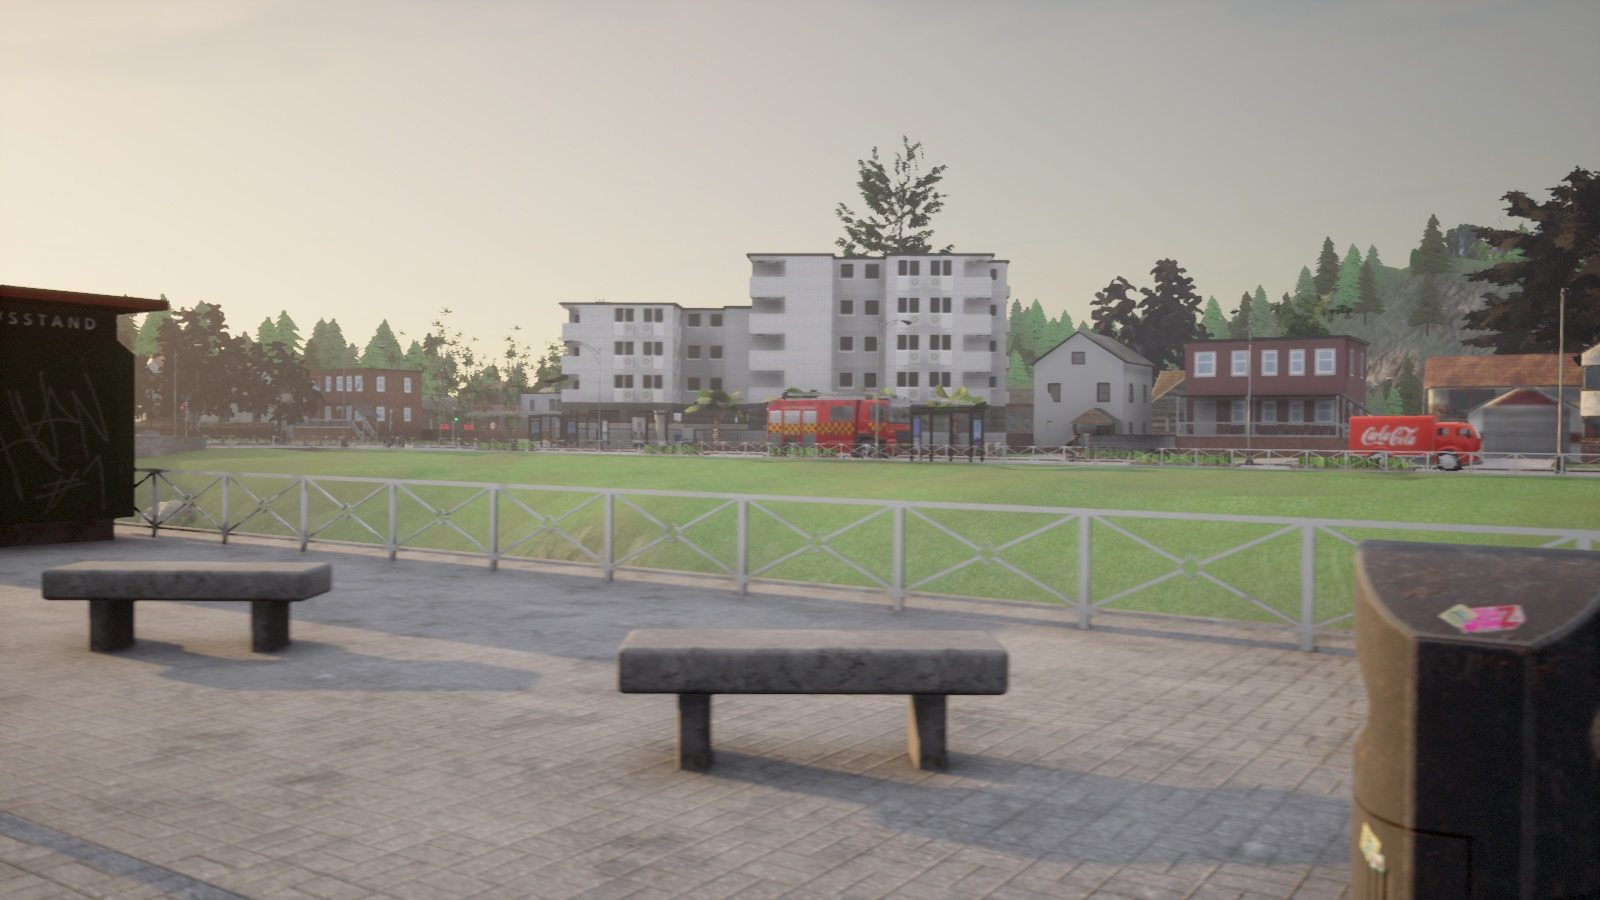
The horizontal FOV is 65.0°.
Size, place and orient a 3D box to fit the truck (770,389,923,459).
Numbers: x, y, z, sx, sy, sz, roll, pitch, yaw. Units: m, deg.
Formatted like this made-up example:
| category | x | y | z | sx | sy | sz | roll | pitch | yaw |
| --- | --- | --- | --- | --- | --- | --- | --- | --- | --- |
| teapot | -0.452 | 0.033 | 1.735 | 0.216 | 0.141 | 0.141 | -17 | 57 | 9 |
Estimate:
| category | x | y | z | sx | sy | sz | roll | pitch | yaw |
| --- | --- | --- | --- | --- | --- | --- | --- | --- | --- |
| truck | 2.582 | -1.436 | 71.756 | 8.468 | 3.827 | 2.891 | 0 | 1 | 34 |

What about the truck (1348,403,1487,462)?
| category | x | y | z | sx | sy | sz | roll | pitch | yaw |
| --- | --- | --- | --- | --- | --- | --- | --- | --- | --- |
| truck | 27.222 | -0.758 | 55.392 | 5.204 | 2.467 | 2.627 | 0 | 1 | 34 |
